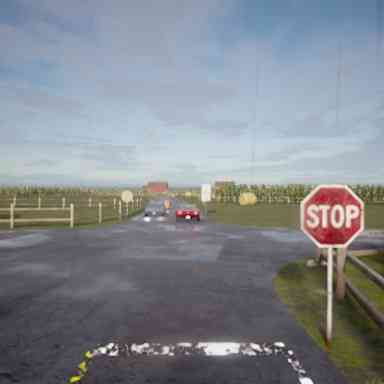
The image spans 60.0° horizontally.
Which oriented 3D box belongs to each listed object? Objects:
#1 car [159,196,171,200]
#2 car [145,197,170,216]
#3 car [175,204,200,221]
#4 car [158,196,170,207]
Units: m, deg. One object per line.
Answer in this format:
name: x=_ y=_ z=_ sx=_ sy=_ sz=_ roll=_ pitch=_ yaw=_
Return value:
car: x=-3.930 y=1.363 z=42.573 sx=2.097 sy=1.767 sz=4.553 roll=0 pitch=0 yaw=-3
car: x=-3.523 y=1.555 z=32.693 sx=2.033 sy=1.411 sz=5.357 roll=0 pitch=0 yaw=-2
car: x=-0.384 y=1.606 z=27.234 sx=1.895 sy=1.301 sz=4.718 roll=0 pitch=0 yaw=-2
car: x=-4.443 y=1.517 z=52.851 sx=1.837 sy=1.490 sz=4.892 roll=0 pitch=1 yaw=-3
